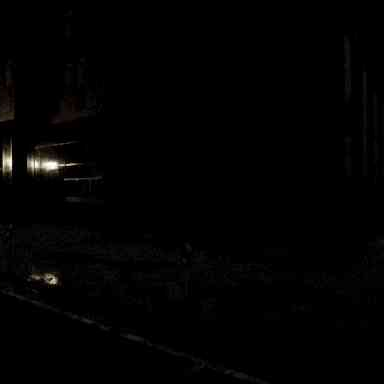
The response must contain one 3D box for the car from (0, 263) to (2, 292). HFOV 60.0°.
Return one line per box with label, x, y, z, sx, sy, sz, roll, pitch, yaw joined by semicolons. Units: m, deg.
car;-5.704;1.566;7.034;4.313;1.339;1.947;0;0;35
